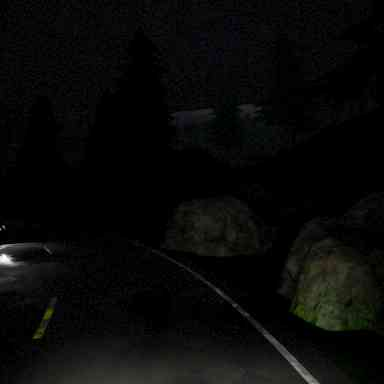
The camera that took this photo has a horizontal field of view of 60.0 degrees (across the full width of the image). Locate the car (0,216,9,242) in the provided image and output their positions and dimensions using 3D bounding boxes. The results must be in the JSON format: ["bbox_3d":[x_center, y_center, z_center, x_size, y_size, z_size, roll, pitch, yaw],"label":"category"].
[{"bbox_3d":[-10.084,1.523,15.526,1.812,1.442,4.674,0,0,-44],"label":"car"}]
